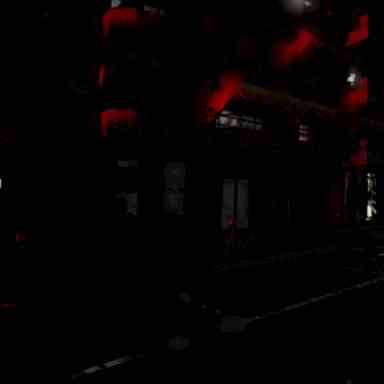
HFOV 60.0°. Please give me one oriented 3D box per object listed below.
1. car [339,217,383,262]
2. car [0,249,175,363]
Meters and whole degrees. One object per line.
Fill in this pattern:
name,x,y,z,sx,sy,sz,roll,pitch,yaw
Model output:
car,6.793,1.547,11.397,4.403,1.369,2.008,0,1,-36
car,-2.234,1.582,4.949,4.206,1.307,1.802,0,1,-36
